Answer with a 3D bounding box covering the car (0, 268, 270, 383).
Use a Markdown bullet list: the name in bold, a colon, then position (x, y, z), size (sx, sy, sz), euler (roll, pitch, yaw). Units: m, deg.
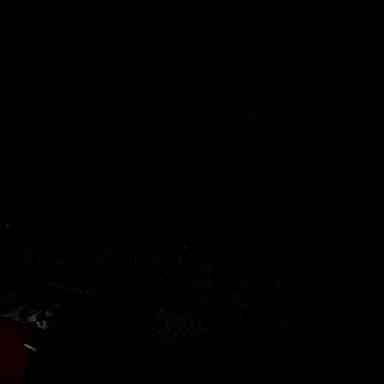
- **car**: position (-1.221, 1.579, 3.831), size (4.206, 1.307, 1.802), euler (0, 0, 36)
